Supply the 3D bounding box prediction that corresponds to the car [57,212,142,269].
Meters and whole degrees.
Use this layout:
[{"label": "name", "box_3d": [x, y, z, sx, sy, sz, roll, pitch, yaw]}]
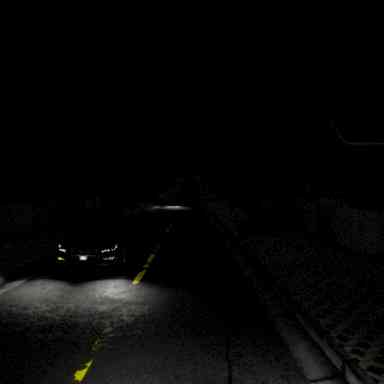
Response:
[{"label": "car", "box_3d": [-2.847, 1.467, 11.131, 1.837, 1.490, 4.892, 0, 0, 0]}]
